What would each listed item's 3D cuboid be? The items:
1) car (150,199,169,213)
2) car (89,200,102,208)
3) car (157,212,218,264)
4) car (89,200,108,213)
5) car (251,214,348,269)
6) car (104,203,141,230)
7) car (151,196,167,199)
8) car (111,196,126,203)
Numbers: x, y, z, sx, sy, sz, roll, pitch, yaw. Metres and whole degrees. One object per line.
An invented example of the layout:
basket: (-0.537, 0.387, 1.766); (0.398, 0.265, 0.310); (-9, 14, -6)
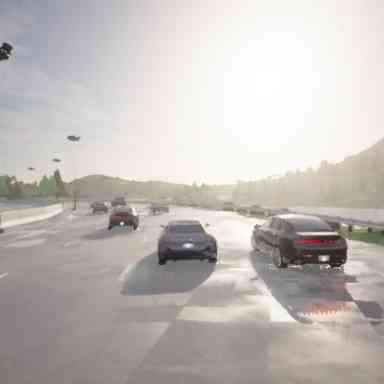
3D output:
car: (-4.122, 1.935, 41.520); (1.895, 1.301, 4.718); (-1, 0, -14)
car: (-18.452, 2.262, 63.515); (1.812, 1.442, 4.674); (-1, -1, -22)
car: (-0.252, 1.646, 12.293); (1.994, 1.385, 4.181); (-1, 0, -4)
car: (-12.233, 1.992, 44.322); (2.128, 1.511, 4.902); (-1, -1, -15)
car: (3.341, 1.514, 11.210); (1.837, 1.490, 4.892); (0, 0, -3)
car: (-4.669, 1.735, 23.090); (1.837, 1.490, 4.892); (0, -1, -7)
car: (-6.135, 1.712, 61.179); (2.150, 2.045, 5.566); (0, -1, -21)
car: (-13.531, 1.849, 61.071); (2.150, 2.045, 5.566); (0, -1, -22)
